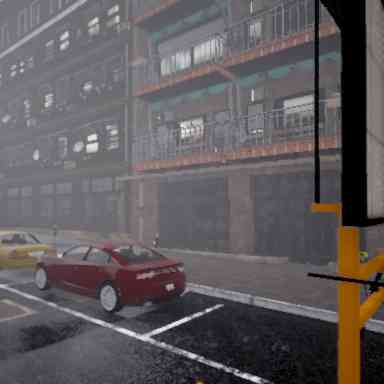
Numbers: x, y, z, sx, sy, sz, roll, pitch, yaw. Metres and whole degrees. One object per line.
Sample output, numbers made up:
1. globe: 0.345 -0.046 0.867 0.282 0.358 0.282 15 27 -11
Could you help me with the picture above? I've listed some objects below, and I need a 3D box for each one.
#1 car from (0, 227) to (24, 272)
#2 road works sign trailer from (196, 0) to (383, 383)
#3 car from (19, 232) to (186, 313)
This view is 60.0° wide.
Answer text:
1. car: -6.711 1.934 11.805 4.829 1.417 1.752 -1 -4 38
2. road works sign trailer: 1.192 0.594 2.416 2.880 3.560 2.380 -1 -3 38
3. car: -2.214 1.872 8.299 4.507 1.381 1.887 -1 -4 38
